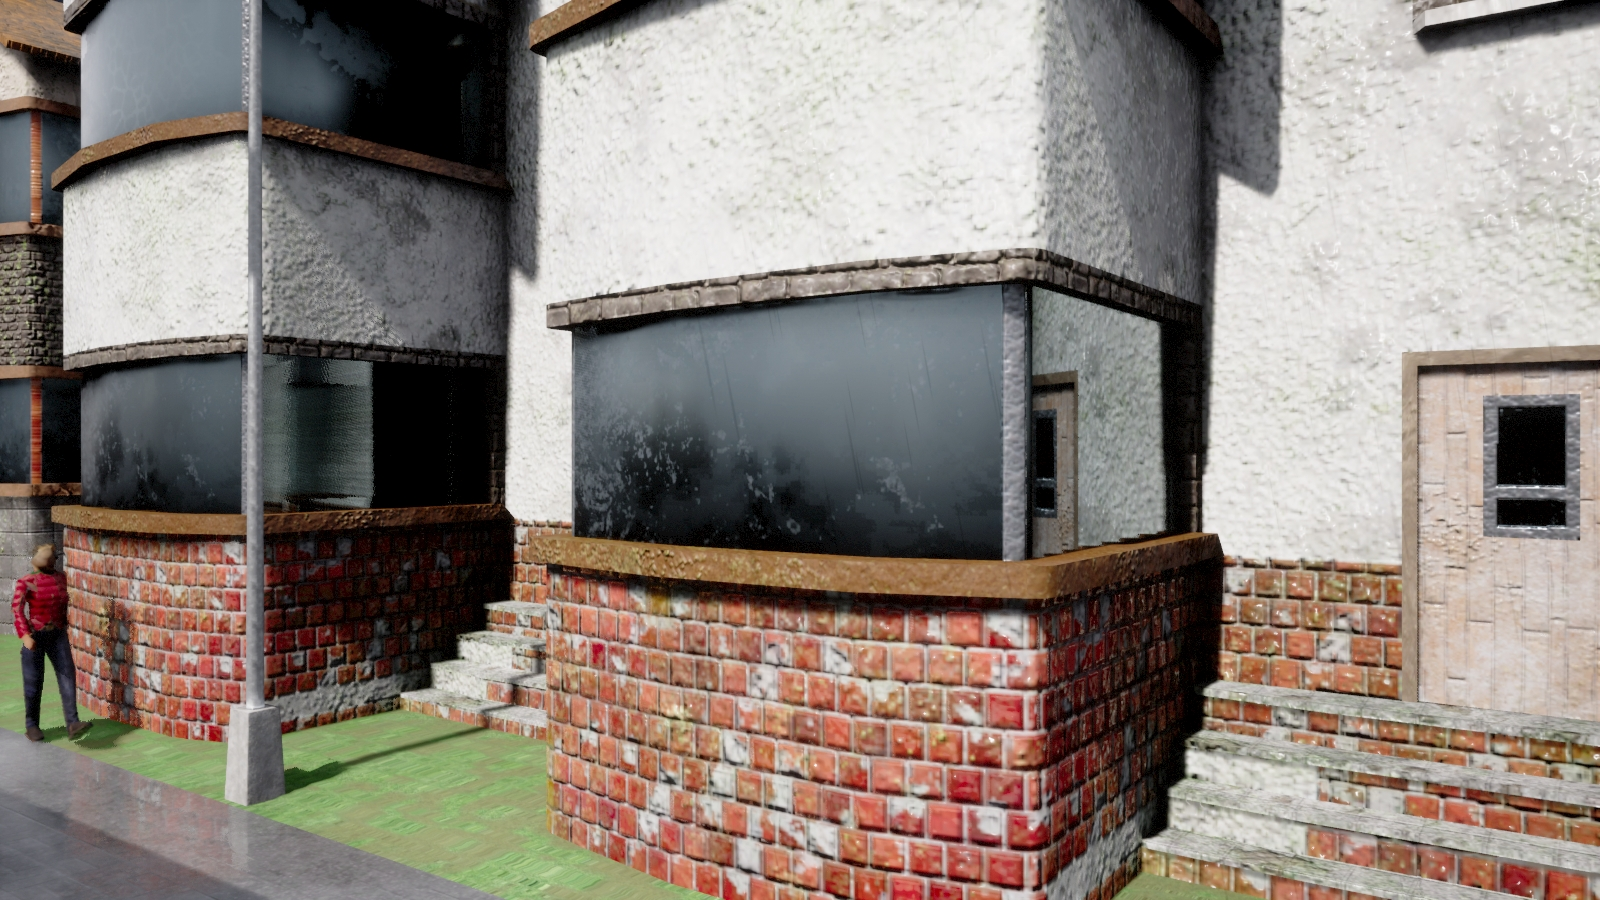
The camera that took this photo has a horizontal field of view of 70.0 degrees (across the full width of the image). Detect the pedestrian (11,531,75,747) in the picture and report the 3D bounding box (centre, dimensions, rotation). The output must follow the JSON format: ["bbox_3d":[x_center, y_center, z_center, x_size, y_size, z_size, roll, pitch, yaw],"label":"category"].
[{"bbox_3d":[-6.813,1.677,10.284,0.375,1.860,0.375,0,0,35],"label":"pedestrian"}]
